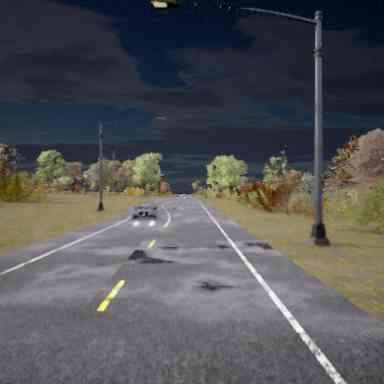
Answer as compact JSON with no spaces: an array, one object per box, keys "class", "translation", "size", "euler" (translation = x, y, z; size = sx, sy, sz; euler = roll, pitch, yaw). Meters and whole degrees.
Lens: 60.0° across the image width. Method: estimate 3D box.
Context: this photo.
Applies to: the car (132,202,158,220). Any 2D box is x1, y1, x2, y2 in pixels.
[{"class":"car","translation":[-3.870,1.578,28.004],"size":[1.994,1.385,4.181],"euler":[0,0,-3]}]
